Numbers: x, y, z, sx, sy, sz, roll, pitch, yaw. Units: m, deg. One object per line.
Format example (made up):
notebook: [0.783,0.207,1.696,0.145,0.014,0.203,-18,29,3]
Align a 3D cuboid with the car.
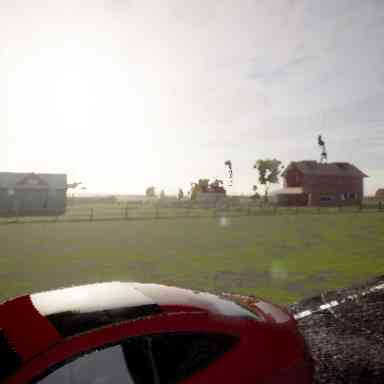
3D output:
car: [-0.996,1.523,2.394,4.674,1.442,1.812,0,0,-36]
